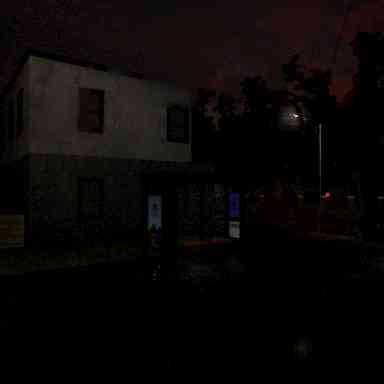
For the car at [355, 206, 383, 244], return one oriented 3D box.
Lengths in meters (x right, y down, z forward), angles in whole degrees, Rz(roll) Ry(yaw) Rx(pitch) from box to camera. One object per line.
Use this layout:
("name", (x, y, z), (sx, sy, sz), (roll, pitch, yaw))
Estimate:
("car", (8.618, 1.351, 13.087), (2.097, 1.767, 4.553), (0, 0, -9))
